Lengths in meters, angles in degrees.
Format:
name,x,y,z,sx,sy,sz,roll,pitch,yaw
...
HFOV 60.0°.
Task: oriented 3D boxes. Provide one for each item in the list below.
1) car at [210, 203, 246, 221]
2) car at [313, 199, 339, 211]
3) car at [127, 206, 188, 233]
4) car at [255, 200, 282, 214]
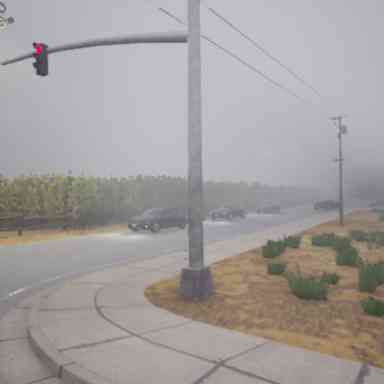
name,x,y,z,sx,sy,sz,roll,pitch,yaw
car,3.381,1.755,30.367,1.837,1.490,4.892,-1,-1,32
car,18.131,1.719,44.479,4.892,1.490,1.837,0,-1,-38
car,-2.121,1.740,21.742,1.837,1.490,4.892,-1,-1,33
car,9.129,1.766,39.361,1.837,1.490,4.892,-1,1,34
